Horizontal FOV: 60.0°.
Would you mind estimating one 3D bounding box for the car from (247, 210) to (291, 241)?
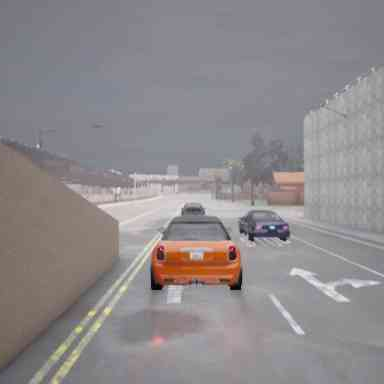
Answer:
[{"bbox_3d":[3.599,1.658,17.429,2.033,1.411,5.357,0,0,0],"label":"car"}]

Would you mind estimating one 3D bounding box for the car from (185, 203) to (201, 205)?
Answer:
[{"bbox_3d":[0.096,1.669,26.993,1.837,1.490,4.892,0,-2,0],"label":"car"}]

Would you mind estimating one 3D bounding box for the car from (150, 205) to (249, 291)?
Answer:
[{"bbox_3d":[0.098,1.412,9.341,2.097,1.767,4.553,0,0,0],"label":"car"}]
